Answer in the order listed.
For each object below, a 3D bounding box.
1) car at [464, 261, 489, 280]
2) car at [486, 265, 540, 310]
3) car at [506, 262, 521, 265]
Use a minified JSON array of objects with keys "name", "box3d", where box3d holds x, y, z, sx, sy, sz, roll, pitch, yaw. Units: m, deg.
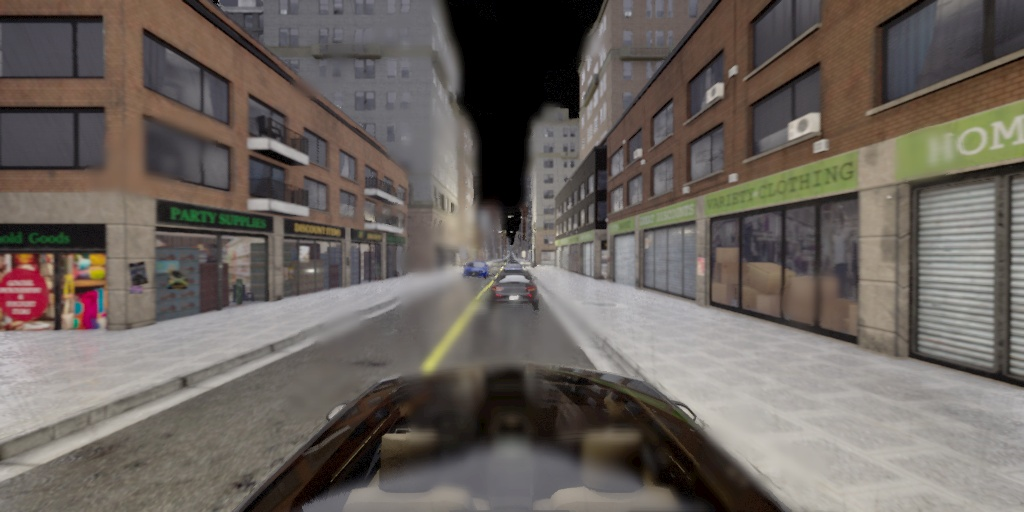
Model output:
[{"name":"car","box3d":[-3.039,1.197,31.604,1.882,1.535,5.008,0,0,1]},{"name":"car","box3d":[0.098,1.265,14.445,1.812,1.442,4.674,0,0,0]},{"name":"car","box3d":[0.096,1.265,32.645,2.033,1.411,5.357,0,0,0]}]
